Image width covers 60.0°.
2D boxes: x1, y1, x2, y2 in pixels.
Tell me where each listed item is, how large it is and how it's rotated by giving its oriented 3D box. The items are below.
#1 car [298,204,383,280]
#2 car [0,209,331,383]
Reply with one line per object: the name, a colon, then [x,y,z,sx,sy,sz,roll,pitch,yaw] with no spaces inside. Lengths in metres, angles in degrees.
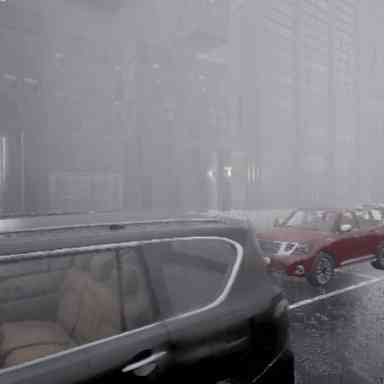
car: [3.807,1.297,9.378,5.009,1.841,2.192,0,0,-36]
car: [-1.700,1.222,2.165,5.566,2.045,2.150,0,0,-36]
